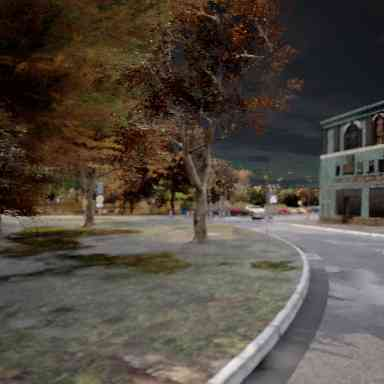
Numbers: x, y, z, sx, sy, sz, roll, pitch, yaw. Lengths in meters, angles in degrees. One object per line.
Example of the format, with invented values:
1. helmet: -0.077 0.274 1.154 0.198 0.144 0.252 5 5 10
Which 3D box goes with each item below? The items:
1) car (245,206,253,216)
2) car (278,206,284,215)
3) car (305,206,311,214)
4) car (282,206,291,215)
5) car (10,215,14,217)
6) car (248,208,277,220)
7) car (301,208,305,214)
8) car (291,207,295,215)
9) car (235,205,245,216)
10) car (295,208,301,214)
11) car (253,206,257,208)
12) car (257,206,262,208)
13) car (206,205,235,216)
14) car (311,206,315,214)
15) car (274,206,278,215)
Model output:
1. car: 8.503 3.572 65.517 5.566 2.045 2.435 1 -3 20
2. car: 18.076 4.538 76.817 4.792 1.488 2.163 1 -2 21
3. car: 27.805 4.961 87.984 5.366 1.575 1.946 0 -1 22
4. car: 20.039 4.365 79.063 5.566 2.045 2.435 1 -1 21
5. car: -24.049 2.868 47.651 4.674 1.442 1.812 -5 -6 29
6. car: 10.096 3.358 47.214 1.994 1.385 4.181 1 -2 31
7. car: 25.964 4.758 85.730 4.553 1.767 2.185 0 -2 22
8. car: 22.025 4.716 81.287 4.892 1.521 2.231 0 -2 21
9. car: 6.545 3.416 63.246 5.566 2.045 2.435 1 -2 20
10. car: 24.007 4.802 83.496 5.008 1.535 2.097 0 -1 22
11. car: 10.348 3.851 67.801 4.553 1.767 2.185 1 -3 20
12. car: 12.111 4.119 70.107 5.366 1.575 1.946 1 -2 20
13. car: 4.677 3.514 60.938 4.892 1.521 2.231 1 -2 19
14. car: 29.981 5.045 90.105 5.008 1.535 2.097 0 -1 22
15. car: 16.189 4.266 74.560 4.553 1.767 2.185 1 -2 21
